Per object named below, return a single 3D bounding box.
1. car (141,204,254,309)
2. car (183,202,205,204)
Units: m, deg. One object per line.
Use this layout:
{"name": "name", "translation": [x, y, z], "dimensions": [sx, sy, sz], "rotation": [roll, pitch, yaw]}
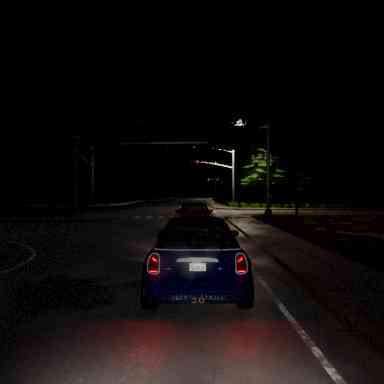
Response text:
{"name": "car", "translation": [0.100, 1.347, 8.020], "dimensions": [2.097, 1.767, 4.553], "rotation": [0, 0, 0]}
{"name": "car", "translation": [0.102, 1.338, 18.141], "dimensions": [2.097, 1.767, 4.553], "rotation": [0, 0, 0]}
